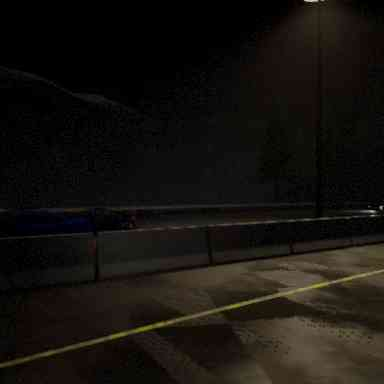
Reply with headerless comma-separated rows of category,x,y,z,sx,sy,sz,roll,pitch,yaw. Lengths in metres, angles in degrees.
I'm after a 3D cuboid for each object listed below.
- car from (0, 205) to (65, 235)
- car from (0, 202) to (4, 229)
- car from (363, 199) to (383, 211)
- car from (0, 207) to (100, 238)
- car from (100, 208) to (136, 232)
car,-9.499,1.525,18.531,4.181,1.385,1.994,0,0,-34
car,-14.022,1.447,19.650,4.902,1.511,2.128,0,0,-35
car,22.444,1.515,39.387,4.181,1.385,1.994,0,0,-21
car,-6.274,1.451,12.275,5.008,1.535,1.882,0,0,-34
car,-5.055,1.530,17.281,4.181,1.385,1.994,0,0,-33
